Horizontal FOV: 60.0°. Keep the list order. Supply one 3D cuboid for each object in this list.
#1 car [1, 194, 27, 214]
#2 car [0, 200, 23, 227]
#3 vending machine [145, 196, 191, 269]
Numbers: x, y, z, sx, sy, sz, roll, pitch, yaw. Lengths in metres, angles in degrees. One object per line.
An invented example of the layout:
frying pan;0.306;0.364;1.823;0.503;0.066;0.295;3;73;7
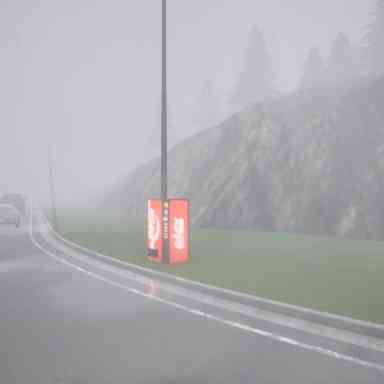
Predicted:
car;-19.071;1.223;35.592;2.150;2.045;5.566;0;0;-26
car;-12.450;1.526;22.064;1.812;1.442;4.674;0;0;-27
vending machine;-0.750;1.195;10.333;1.100;2.100;0.880;0;0;-42
